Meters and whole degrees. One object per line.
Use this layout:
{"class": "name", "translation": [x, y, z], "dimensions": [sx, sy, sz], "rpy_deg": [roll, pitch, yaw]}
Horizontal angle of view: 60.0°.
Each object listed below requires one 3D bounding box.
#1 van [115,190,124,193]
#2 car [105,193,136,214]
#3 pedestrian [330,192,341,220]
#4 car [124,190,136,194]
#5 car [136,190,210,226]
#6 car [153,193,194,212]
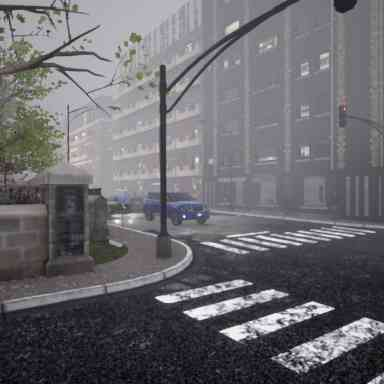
{"class": "van", "translation": [-8.401, 0.654, 41.249], "dimensions": [1.690, 1.788, 3.998], "rpy_deg": [1, 1, -36]}
{"class": "car", "translation": [-6.855, 1.098, 29.322], "dimensions": [1.994, 1.385, 4.181], "rpy_deg": [0, 1, -36]}
{"class": "pedestrian", "translation": [9.402, 0.902, 21.910], "dimensions": [0.375, 1.860, 0.375], "rpy_deg": [1, -1, -36]}
{"class": "car", "translation": [-5.136, 0.726, 36.794], "dimensions": [2.192, 1.841, 5.009], "rpy_deg": [1, 1, -36]}
{"class": "car", "translation": [-1.194, 0.926, 21.594], "dimensions": [2.150, 2.045, 5.566], "rpy_deg": [0, 1, -36]}
{"class": "car", "translation": [-1.873, 0.949, 32.341], "dimensions": [1.967, 1.590, 4.097], "rpy_deg": [1, 1, -36]}
